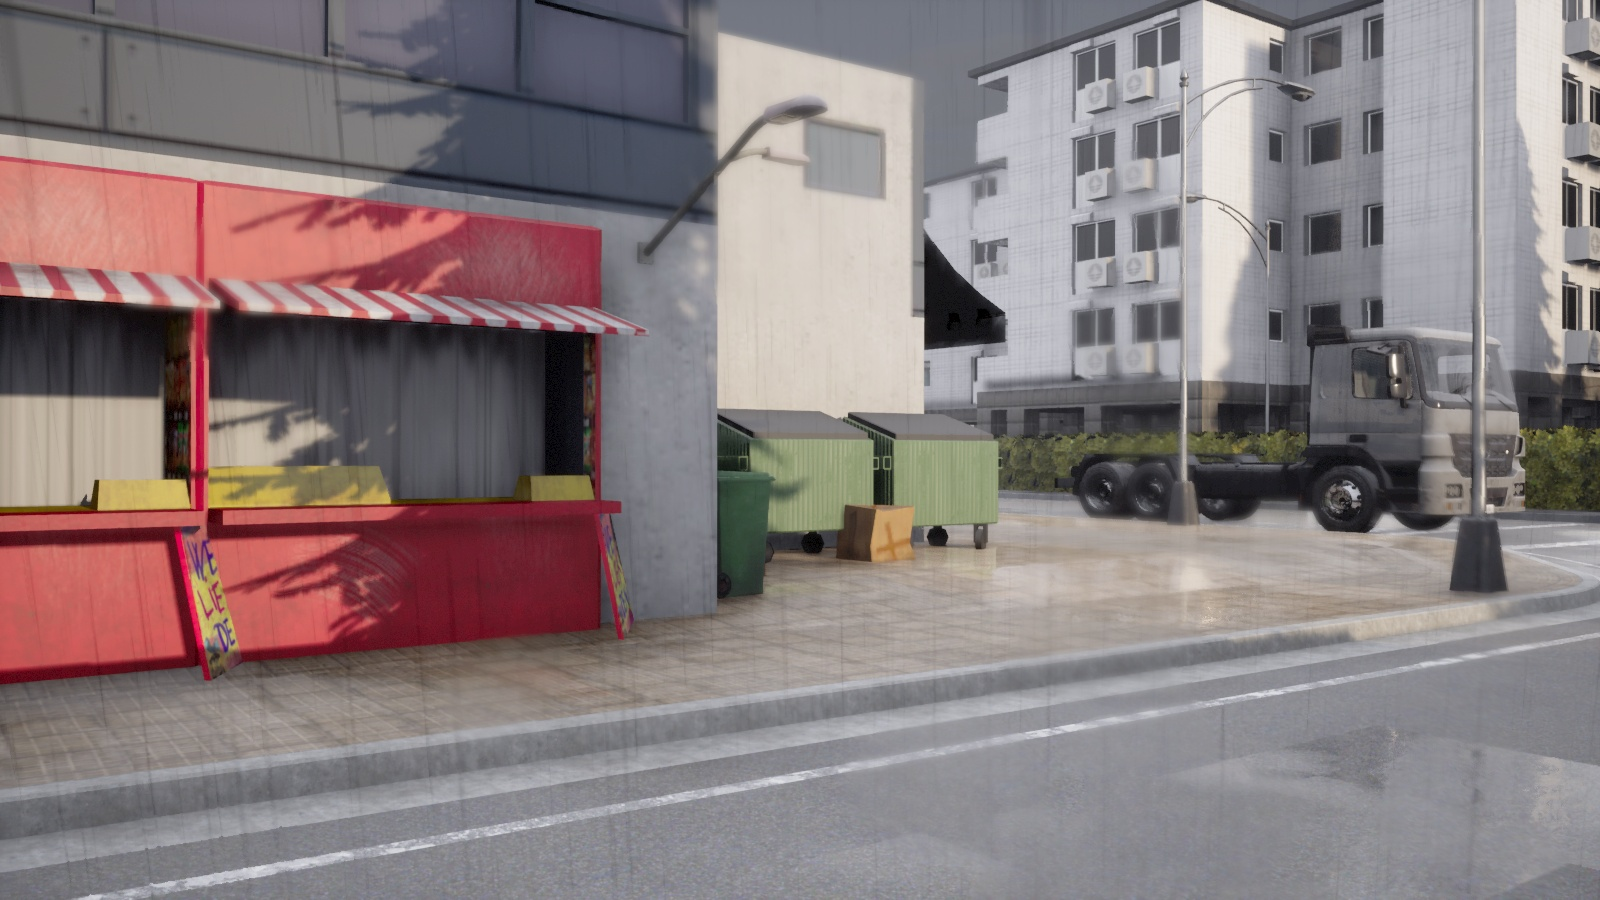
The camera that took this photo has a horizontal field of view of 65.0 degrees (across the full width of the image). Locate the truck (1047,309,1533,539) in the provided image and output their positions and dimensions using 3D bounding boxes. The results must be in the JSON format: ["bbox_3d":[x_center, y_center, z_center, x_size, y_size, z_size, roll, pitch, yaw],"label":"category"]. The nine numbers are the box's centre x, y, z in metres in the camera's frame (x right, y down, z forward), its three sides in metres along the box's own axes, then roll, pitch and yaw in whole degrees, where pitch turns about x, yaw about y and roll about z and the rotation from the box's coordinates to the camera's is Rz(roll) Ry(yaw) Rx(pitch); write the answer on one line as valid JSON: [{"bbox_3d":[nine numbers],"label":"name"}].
[{"bbox_3d":[8.480,-0.375,22.901,2.891,3.462,7.936,0,0,-36],"label":"truck"}]
